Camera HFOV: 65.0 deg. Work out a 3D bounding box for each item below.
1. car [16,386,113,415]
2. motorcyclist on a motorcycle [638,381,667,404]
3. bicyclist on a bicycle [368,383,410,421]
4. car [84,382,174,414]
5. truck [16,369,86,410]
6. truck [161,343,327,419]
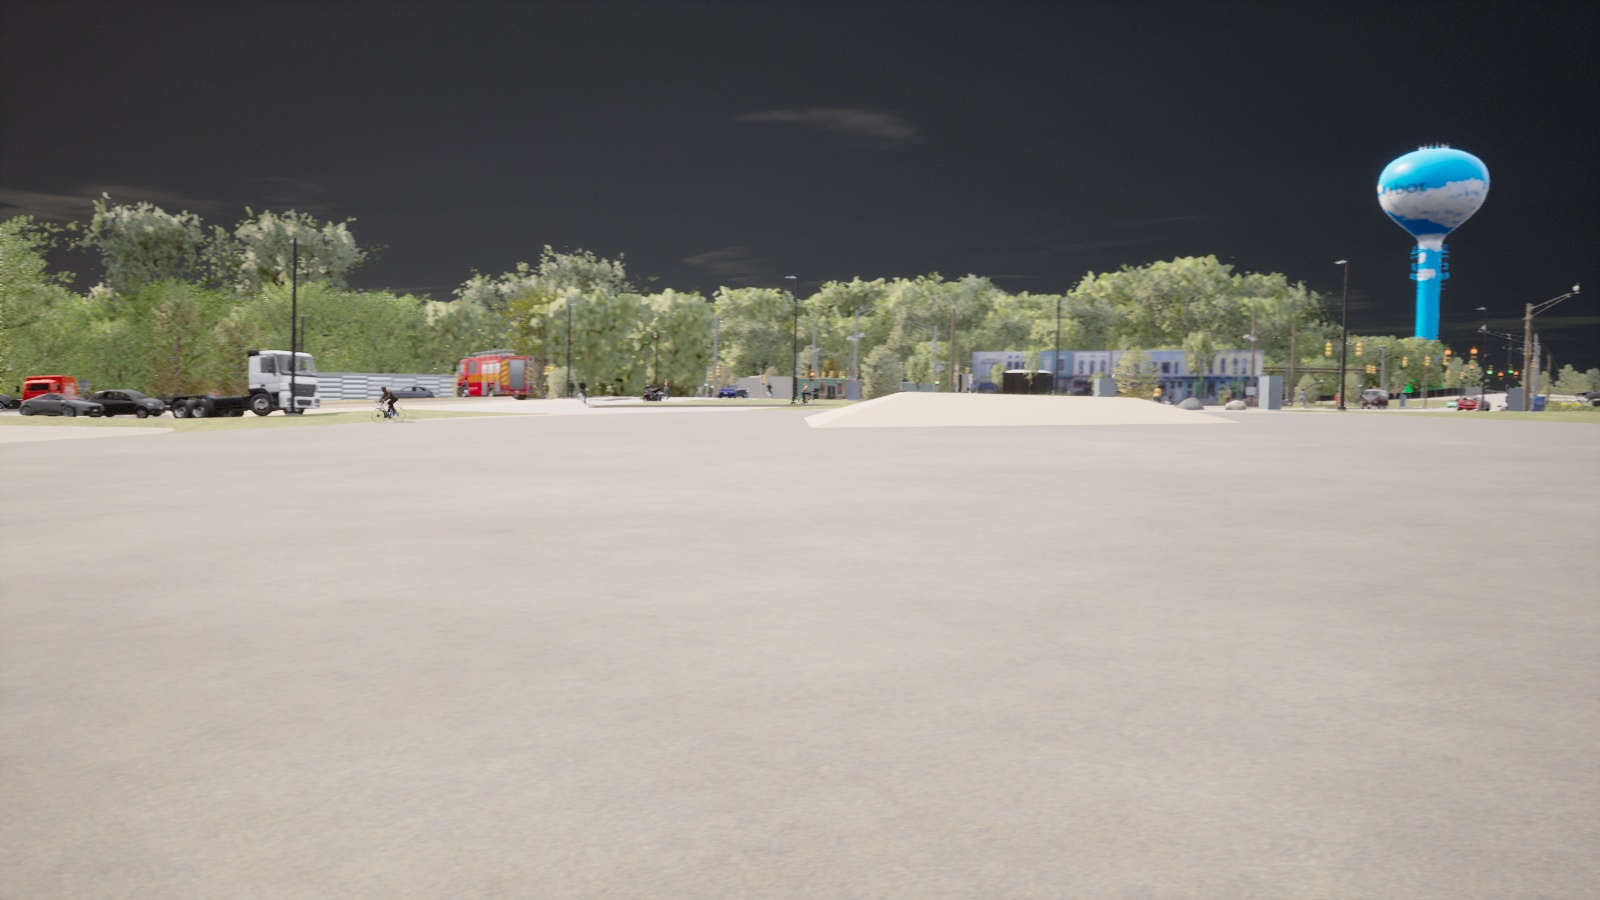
[{"bbox_3d":[-39.253,-2.629,67.071,4.181,1.385,1.994,2,2,12],"label":"car"},{"bbox_3d":[-10.513,-4.125,89.641,0.866,1.530,2.191,1,3,-43],"label":"motorcyclist on a motorcycle"},{"bbox_3d":[-18.153,-2.129,55.501,0.582,1.620,1.656,3,5,42],"label":"bicyclist on a bicycle"},{"bbox_3d":[-37.879,-2.934,70.939,3.988,1.617,1.851,0,7,1],"label":"car"},{"bbox_3d":[-48.780,-3.934,81.908,2.627,2.467,5.204,-3,3,-17],"label":"truck"},{"bbox_3d":[-29.245,-3.570,66.067,7.936,3.462,2.891,-2,0,17],"label":"truck"}]
